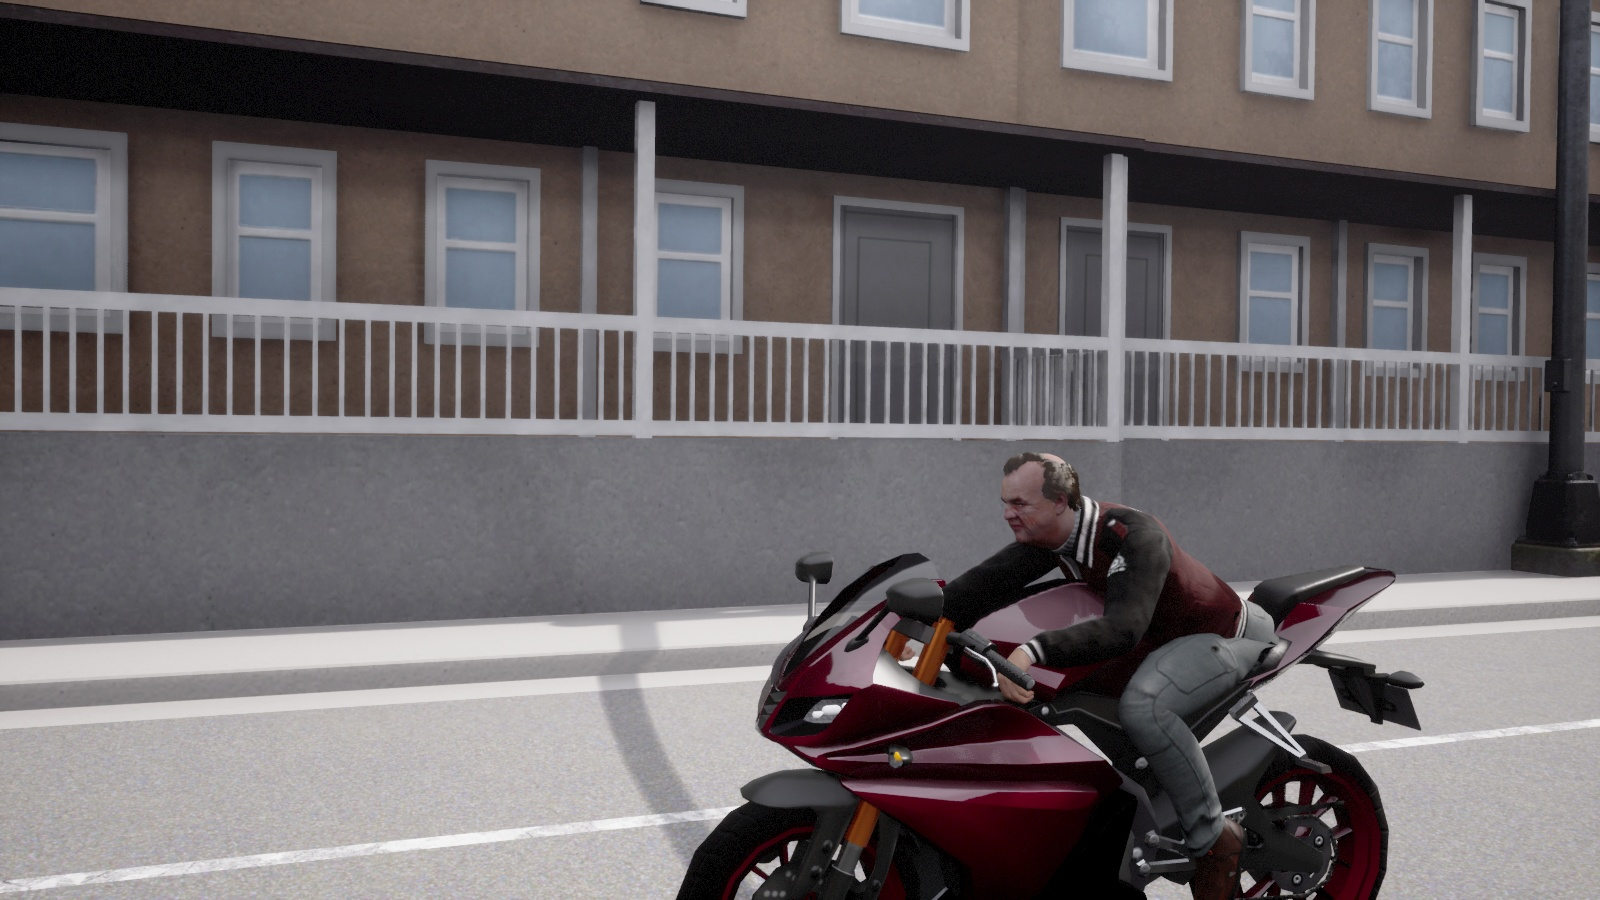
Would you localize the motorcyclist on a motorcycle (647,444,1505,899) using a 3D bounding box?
[{"bbox_3d":[0.755,0.768,3.489,2.191,1.530,0.866,-1,1,-19],"label":"motorcyclist on a motorcycle"}]
